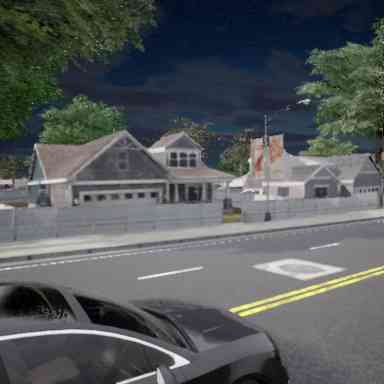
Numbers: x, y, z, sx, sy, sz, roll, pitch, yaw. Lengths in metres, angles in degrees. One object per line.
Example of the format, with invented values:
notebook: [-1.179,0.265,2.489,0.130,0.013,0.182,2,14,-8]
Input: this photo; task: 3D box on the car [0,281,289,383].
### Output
car: [-1.310,1.504,2.503,4.892,1.490,1.837,0,0,-36]
